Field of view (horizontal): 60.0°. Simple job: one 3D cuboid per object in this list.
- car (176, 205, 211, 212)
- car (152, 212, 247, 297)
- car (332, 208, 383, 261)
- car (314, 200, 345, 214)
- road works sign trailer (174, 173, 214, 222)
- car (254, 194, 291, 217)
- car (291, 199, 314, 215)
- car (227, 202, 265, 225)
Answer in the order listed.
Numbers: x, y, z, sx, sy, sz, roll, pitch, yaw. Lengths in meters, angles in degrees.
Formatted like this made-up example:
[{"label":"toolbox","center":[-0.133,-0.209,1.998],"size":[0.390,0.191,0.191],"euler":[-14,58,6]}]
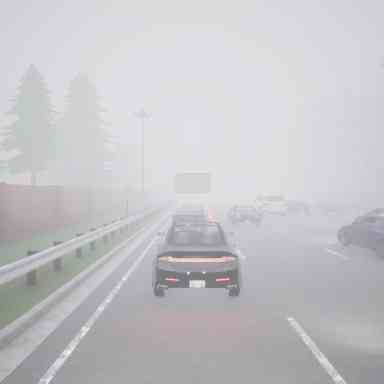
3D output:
[{"label":"car","center":[0.024,1.474,19.036],"size":[1.882,1.535,5.008],"euler":[0,0,5]},{"label":"car","center":[0.101,1.491,8.589],"size":[2.128,1.511,4.902],"euler":[0,0,0]},{"label":"car","center":[7.099,1.525,12.154],"size":[1.812,1.442,4.674],"euler":[0,0,0]},{"label":"car","center":[14.101,1.547,34.661],"size":[2.033,1.411,5.357],"euler":[0,0,0]},{"label":"road works sign trailer","center":[0.066,0.464,22.955],"size":[2.380,3.560,2.880],"euler":[0,0,-1]},{"label":"car","center":[7.101,1.222,30.973],"size":[2.150,2.045,5.566],"euler":[0,0,0]},{"label":"car","center":[10.602,1.504,34.456],"size":[1.837,1.490,4.892],"euler":[0,0,0]},{"label":"car","center":[3.602,1.601,23.793],"size":[1.895,1.301,4.718],"euler":[0,0,0]}]
